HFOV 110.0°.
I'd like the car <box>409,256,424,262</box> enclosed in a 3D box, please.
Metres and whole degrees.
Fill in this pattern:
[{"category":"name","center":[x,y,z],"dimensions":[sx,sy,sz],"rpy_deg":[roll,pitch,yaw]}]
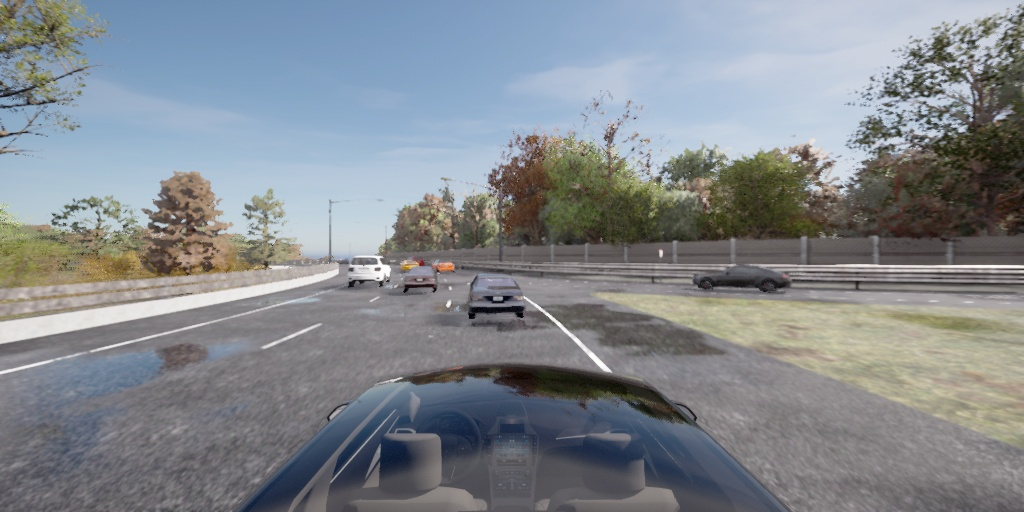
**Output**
[{"category":"car","center":[-16.154,1.020,59.060],"dimensions":[2.150,2.045,5.566],"rpy_deg":[0,0,-31]}]

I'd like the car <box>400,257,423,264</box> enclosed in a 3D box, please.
[{"category":"car","center":[-13.080,1.267,45.661],"dimensions":[1.882,1.535,5.008],"rpy_deg":[0,0,-24]}]

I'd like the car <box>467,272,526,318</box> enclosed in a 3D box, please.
[{"category":"car","center":[-0.652,1.298,13.050],"dimensions":[2.033,1.411,5.357],"rpy_deg":[0,0,-5]}]

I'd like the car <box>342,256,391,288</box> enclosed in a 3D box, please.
[{"category":"car","center":[-9.743,1.002,24.776],"dimensions":[2.150,2.045,5.566],"rpy_deg":[0,0,-13]}]

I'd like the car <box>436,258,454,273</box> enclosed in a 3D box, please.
[{"category":"car","center":[-8.438,1.125,43.403],"dimensions":[2.097,1.767,4.553],"rpy_deg":[0,0,-21]}]

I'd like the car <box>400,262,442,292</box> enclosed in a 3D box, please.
[{"category":"car","center":[-5.407,1.314,21.510],"dimensions":[2.033,1.411,5.357],"rpy_deg":[0,0,-12]}]

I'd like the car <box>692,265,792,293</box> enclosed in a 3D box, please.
[{"category":"car","center":[12.669,1.228,20.020],"dimensions":[4.674,1.442,1.812],"rpy_deg":[0,0,29]}]
